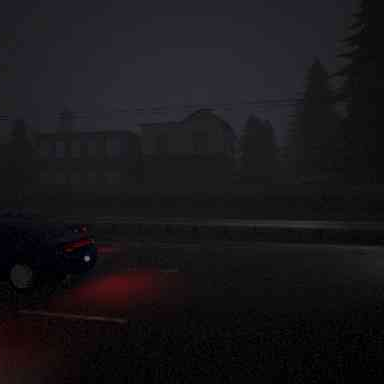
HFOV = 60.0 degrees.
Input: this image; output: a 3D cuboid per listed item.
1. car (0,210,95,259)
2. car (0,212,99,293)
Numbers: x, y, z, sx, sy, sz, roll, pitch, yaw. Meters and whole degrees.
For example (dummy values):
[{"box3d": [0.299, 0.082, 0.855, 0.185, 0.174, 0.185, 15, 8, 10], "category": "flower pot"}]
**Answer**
[{"box3d": [-6.579, 1.452, 12.402, 5.357, 1.411, 2.033, 0, 0, 13], "category": "car"}, {"box3d": [-4.879, 1.412, 8.423, 5.008, 1.535, 1.882, 0, 0, 13], "category": "car"}]
